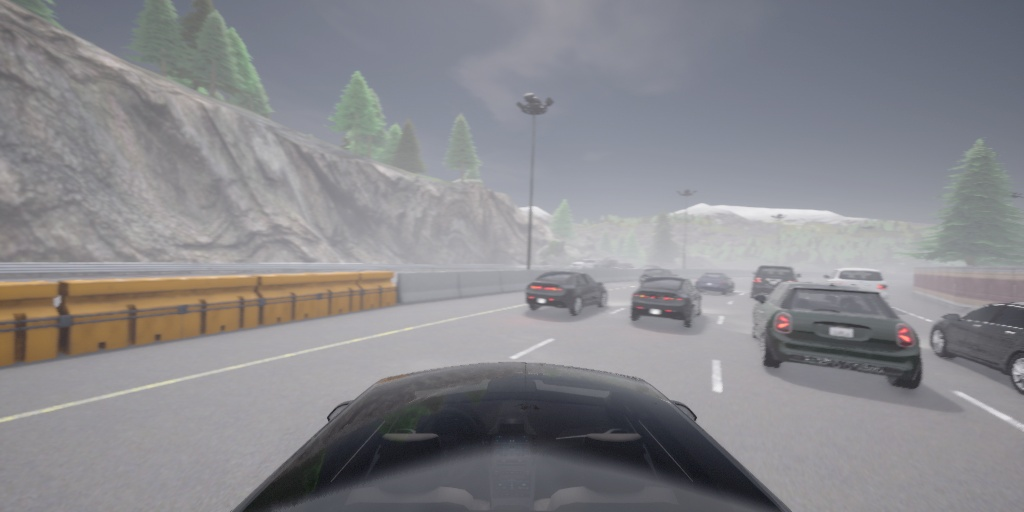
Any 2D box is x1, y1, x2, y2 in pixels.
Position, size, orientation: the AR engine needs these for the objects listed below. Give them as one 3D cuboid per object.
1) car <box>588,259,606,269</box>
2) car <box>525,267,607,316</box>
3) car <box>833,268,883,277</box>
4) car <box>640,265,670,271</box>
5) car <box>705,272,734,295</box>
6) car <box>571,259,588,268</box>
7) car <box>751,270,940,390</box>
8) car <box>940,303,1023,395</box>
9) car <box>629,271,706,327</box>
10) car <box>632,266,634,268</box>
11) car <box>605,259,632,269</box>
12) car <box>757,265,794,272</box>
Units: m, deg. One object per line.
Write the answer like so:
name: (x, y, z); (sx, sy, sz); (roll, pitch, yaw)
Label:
car: (15.059, 1.574, 57.135); (5.566, 2.045, 2.150); (2, 0, -42)
car: (2.291, 1.347, 14.129); (1.837, 1.490, 4.892); (2, -1, 32)
car: (19.019, 1.699, 19.963); (2.150, 2.045, 5.566); (2, 0, 38)
car: (10.969, 1.686, 26.680); (1.837, 1.490, 4.892); (2, 0, 38)
car: (14.272, 1.866, 25.227); (1.994, 1.385, 4.181); (2, 0, 38)
car: (12.023, 1.464, 59.102); (5.566, 2.045, 2.150); (2, 0, -43)
car: (6.680, 1.356, 7.919); (2.097, 1.767, 4.553); (2, 0, 31)
car: (10.006, 1.632, 6.677); (1.837, 1.490, 4.892); (2, 0, 31)
car: (5.600, 1.473, 12.821); (1.837, 1.490, 4.892); (2, 0, 32)
car: (19.983, 2.041, 52.173); (4.892, 1.490, 1.837); (2, 0, -42)
car: (16.452, 1.758, 53.660); (4.553, 1.767, 2.097); (2, 0, -43)
car: (15.994, 1.587, 21.772); (2.150, 2.045, 5.566); (2, 0, 38)
